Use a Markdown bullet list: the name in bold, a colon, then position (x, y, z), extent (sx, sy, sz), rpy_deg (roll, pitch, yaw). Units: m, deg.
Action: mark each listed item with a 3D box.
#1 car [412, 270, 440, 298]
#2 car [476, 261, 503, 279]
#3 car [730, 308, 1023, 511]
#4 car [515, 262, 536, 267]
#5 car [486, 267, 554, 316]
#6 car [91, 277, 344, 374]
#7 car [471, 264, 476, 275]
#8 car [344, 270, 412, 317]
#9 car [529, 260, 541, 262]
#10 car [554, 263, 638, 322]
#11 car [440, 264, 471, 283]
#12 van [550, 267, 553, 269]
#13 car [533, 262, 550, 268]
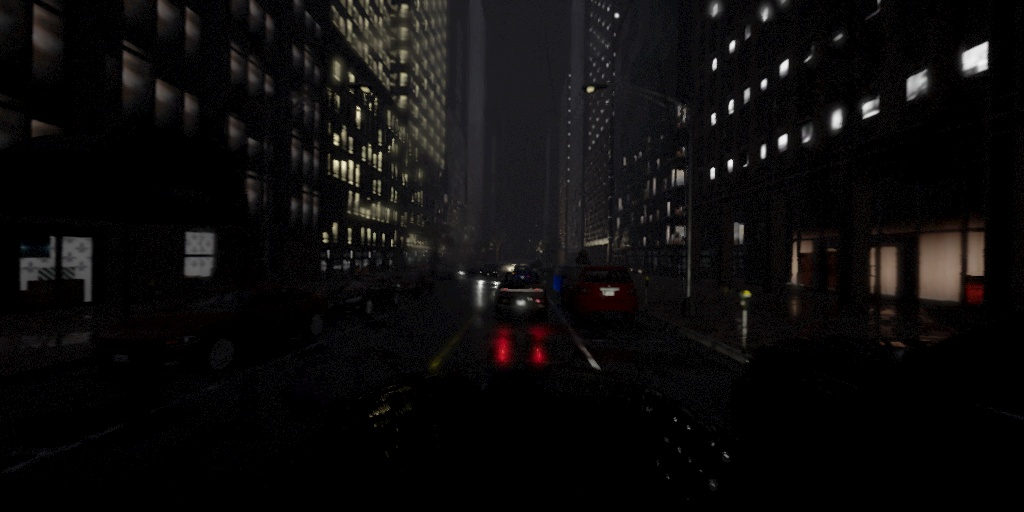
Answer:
- **car**: position (-5.290, 1.398, 18.808), extent (1.802, 1.307, 4.207), rpy_deg (0, 0, 2)
- **car**: position (-2.135, 1.509, 35.888), extent (1.837, 1.490, 4.892), rpy_deg (1, -1, 2)
- **car**: position (3.013, 1.014, 0.898), extent (2.150, 2.045, 5.566), rpy_deg (1, 0, 2)
- **car**: position (0.851, 1.531, 31.044), extent (1.812, 1.442, 4.674), rpy_deg (1, 0, 1)
- **car**: position (0.378, 1.349, 14.042), extent (2.128, 1.511, 4.902), rpy_deg (1, -1, 2)
- **car**: position (-5.615, 1.263, 7.446), extent (1.888, 1.381, 4.507), rpy_deg (0, 0, 2)
- **car**: position (-4.641, 1.564, 41.533), extent (2.007, 1.370, 4.403), rpy_deg (0, 0, 2)
- **car**: position (-5.453, 1.318, 13.127), extent (2.007, 1.370, 4.403), rpy_deg (0, 0, 2)
- **car**: position (4.385, 1.641, 64.017), extent (2.192, 1.841, 5.009), rpy_deg (0, 0, 2)
- **car**: position (2.924, 1.199, 12.887), extent (2.192, 1.841, 5.009), rpy_deg (0, 0, 2)
- **car**: position (-4.966, 1.466, 30.171), extent (2.007, 1.370, 4.403), rpy_deg (0, 0, 2)
- **van**: position (3.086, 1.274, 18.568), extent (1.690, 1.789, 3.998), rpy_deg (0, 0, 2)
- **car**: position (3.736, 1.681, 41.292), extent (2.007, 1.370, 4.403), rpy_deg (0, 0, 2)
